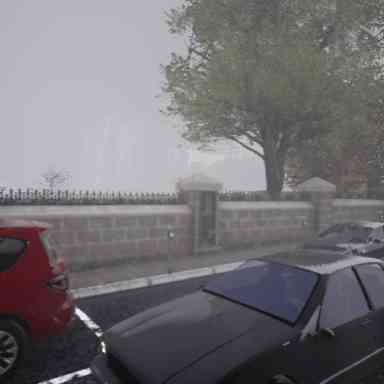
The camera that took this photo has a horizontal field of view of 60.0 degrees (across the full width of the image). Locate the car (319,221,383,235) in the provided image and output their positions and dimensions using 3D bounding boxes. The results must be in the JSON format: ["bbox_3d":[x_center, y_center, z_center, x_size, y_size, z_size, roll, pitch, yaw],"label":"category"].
[{"bbox_3d":[5.059,1.582,10.160,4.313,1.339,1.947,0,1,-36],"label":"car"}]

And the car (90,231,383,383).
[{"bbox_3d":[1.527,1.554,4.462,5.357,1.411,2.033,0,0,-36],"label":"car"}]

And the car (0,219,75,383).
[{"bbox_3d":[-3.928,1.314,3.735,5.009,1.841,2.192,0,1,-36],"label":"car"}]
